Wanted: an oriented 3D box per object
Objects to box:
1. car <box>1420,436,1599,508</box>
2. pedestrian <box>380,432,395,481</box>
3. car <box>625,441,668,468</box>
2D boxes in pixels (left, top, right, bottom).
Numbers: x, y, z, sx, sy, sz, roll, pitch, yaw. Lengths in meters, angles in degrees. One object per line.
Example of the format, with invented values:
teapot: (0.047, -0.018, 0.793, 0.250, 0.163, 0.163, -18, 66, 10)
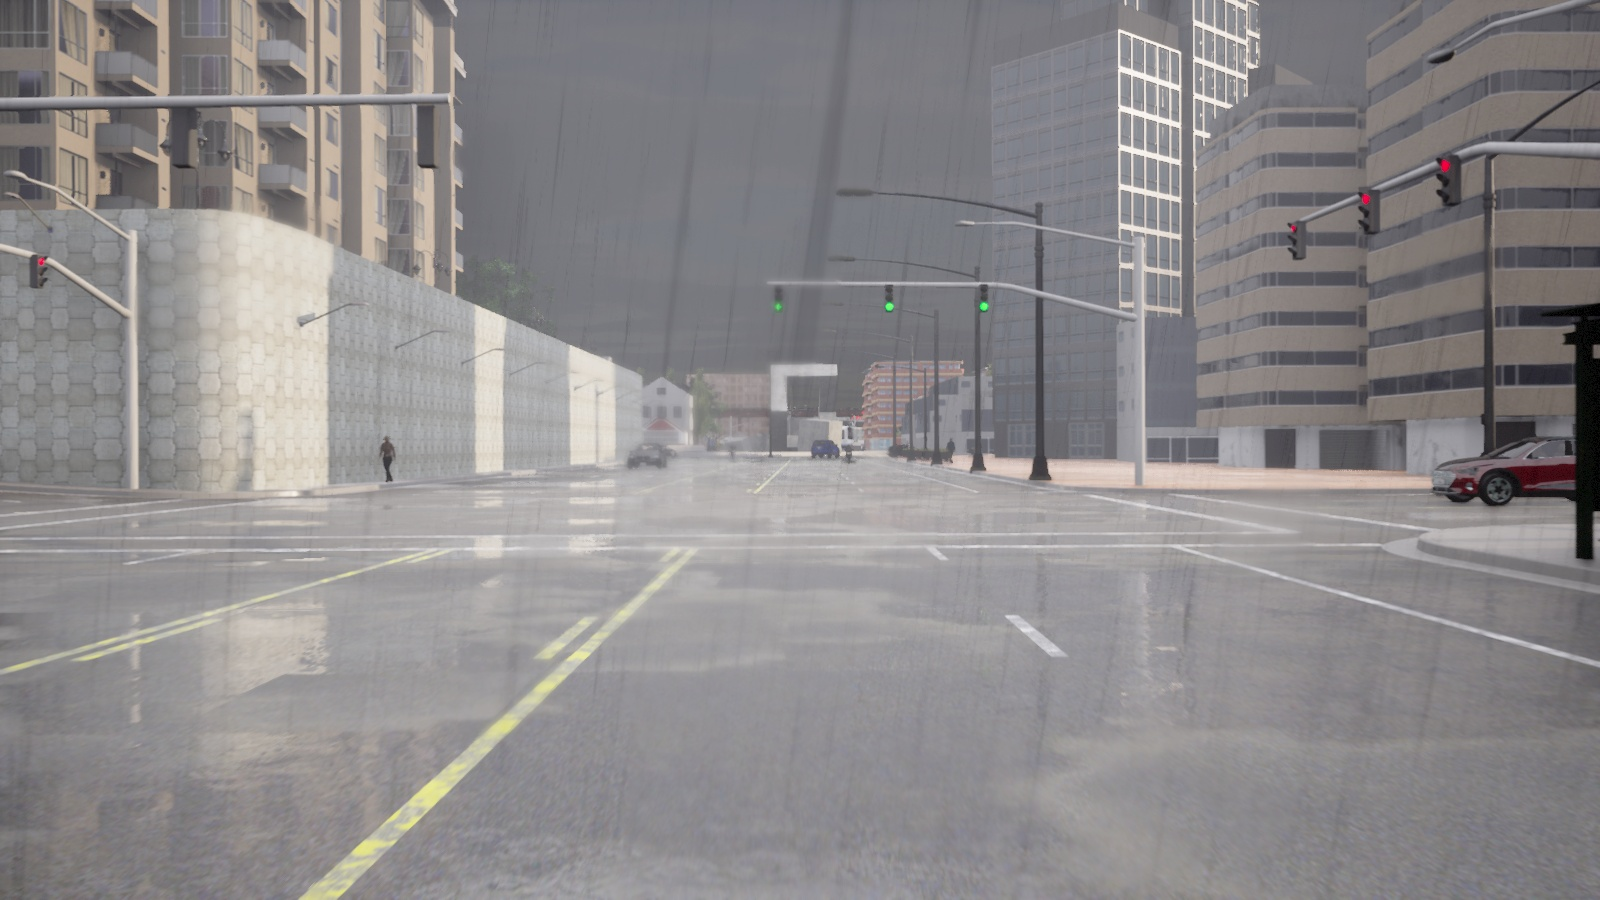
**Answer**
car: (17.778, 0.510, 30.063, 4.856, 1.649, 2.033, 0, 0, 0)
pedestrian: (-15.498, 0.243, 47.161, 0.331, 1.846, 0.634, 0, 0, 1)
car: (-10.023, 0.271, 82.253, 2.242, 1.667, 4.611, 0, 0, 0)
